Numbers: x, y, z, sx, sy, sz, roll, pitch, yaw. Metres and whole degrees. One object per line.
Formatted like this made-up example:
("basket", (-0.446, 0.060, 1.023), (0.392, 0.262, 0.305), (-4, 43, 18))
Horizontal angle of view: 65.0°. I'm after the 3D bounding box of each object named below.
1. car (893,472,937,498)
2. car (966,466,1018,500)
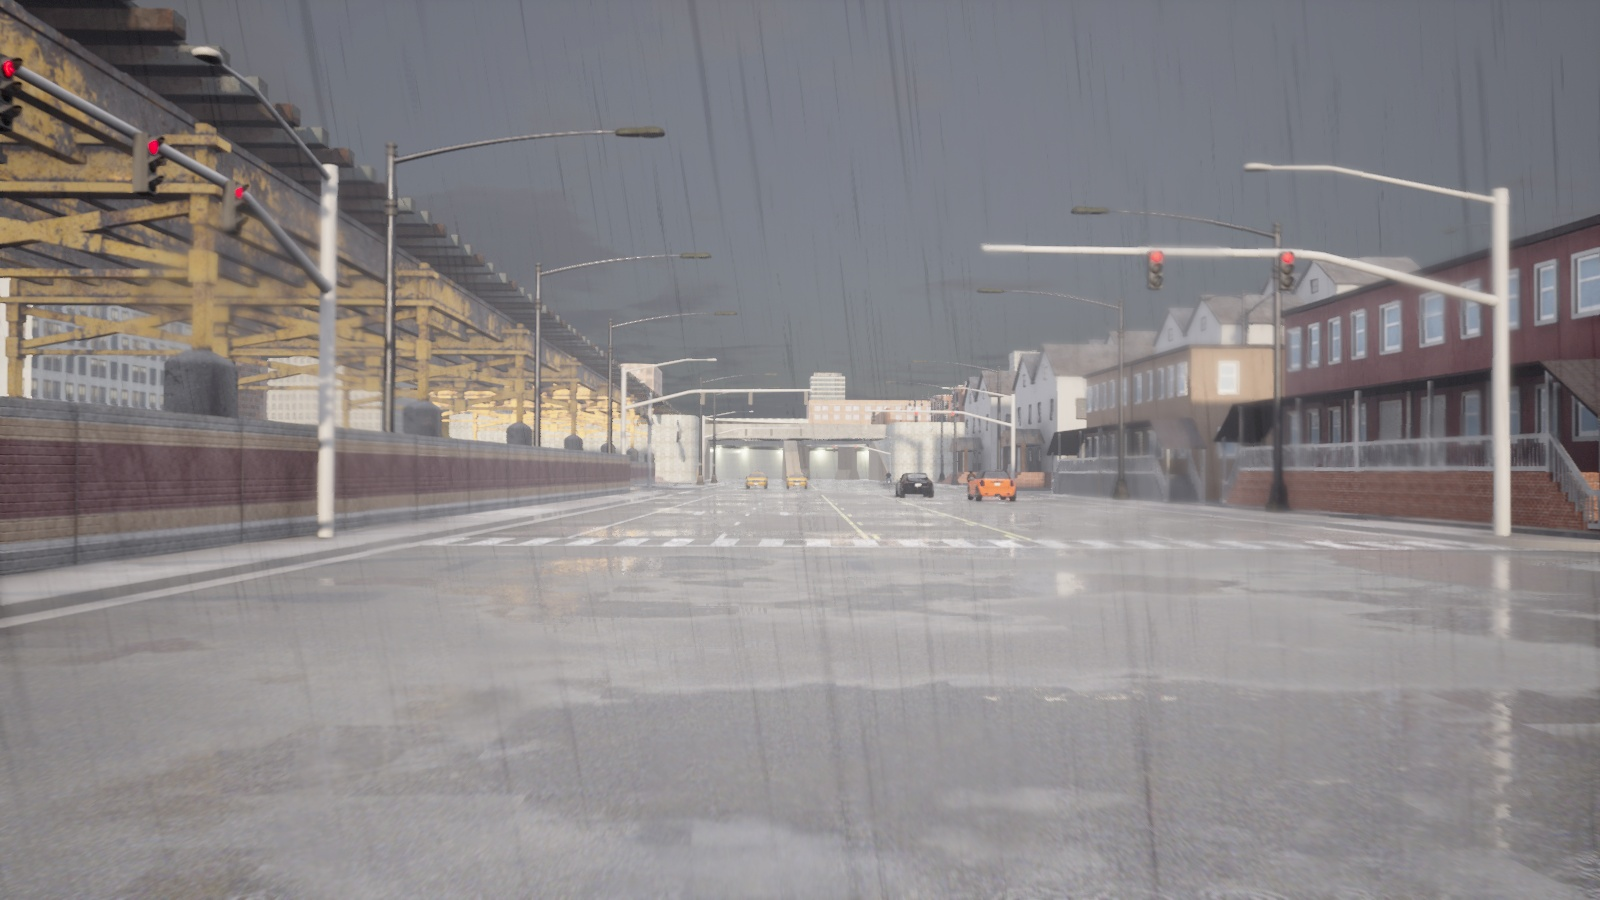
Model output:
("car", (6.833, 2.043, 74.993), (2.163, 1.488, 4.792), (0, -1, 0))
("car", (10.348, 1.772, 68.101), (2.097, 1.767, 4.553), (0, -1, 0))
